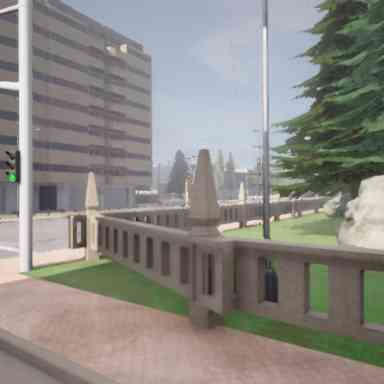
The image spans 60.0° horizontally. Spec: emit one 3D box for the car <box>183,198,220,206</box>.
[{"bbox_3d":[1.179,1.425,39.117,2.150,2.045,5.566,0,0,35],"label":"car"}]
